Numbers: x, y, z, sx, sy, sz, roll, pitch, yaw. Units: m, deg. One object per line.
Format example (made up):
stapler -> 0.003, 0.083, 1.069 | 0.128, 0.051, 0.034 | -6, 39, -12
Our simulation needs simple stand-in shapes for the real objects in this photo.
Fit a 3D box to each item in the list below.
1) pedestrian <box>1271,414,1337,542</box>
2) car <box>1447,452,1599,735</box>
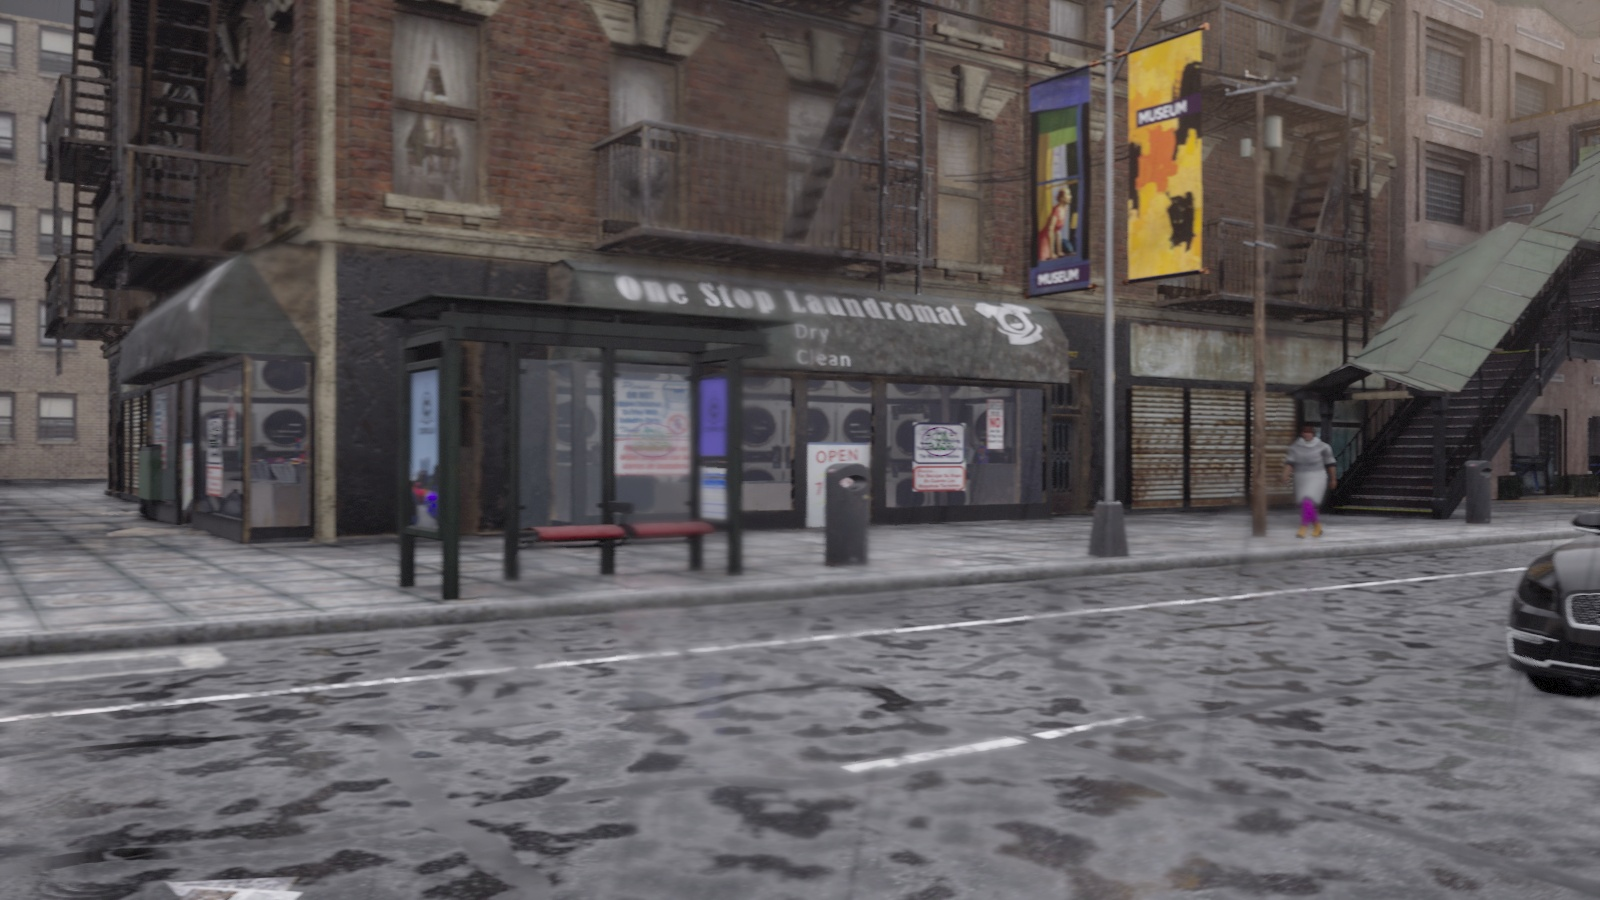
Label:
pedestrian -> 7.948, 0.432, 19.794 | 0.873, 1.952, 0.659 | 0, 0, -43
car -> 6.301, 0.755, 7.907 | 4.892, 1.490, 1.837 | 0, 0, -34
